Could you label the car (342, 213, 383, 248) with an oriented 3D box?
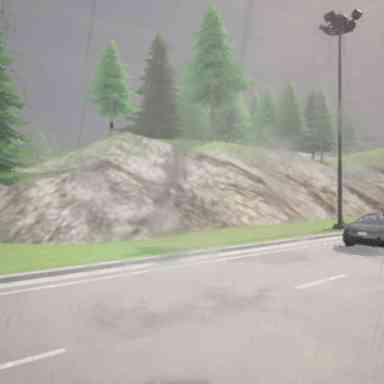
[{"bbox_3d":[8.141,1.557,13.873,4.181,1.385,1.994,0,0,-35],"label":"car"}]
